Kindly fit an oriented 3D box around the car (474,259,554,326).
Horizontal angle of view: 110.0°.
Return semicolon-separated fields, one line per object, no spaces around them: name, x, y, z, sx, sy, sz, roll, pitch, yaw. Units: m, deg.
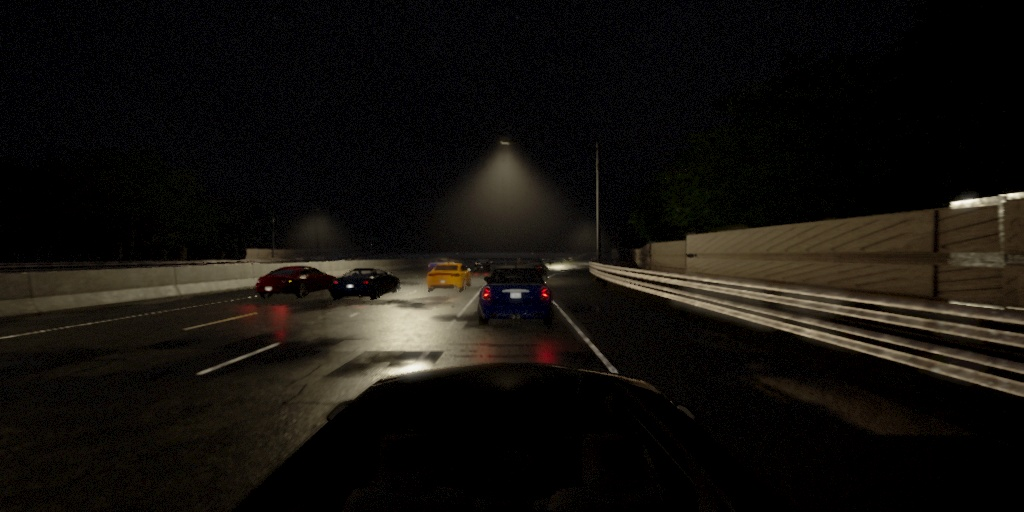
car;0.116;1.059;11.686;2.097;1.767;4.553;0;0;0

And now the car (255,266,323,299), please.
car;-10.384;1.208;17.611;1.812;1.442;4.674;0;0;0

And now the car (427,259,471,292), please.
car;-3.497;1.147;20.626;1.882;1.535;5.008;0;0;0

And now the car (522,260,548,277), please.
car;2.249;1.139;33.814;1.812;1.442;4.674;0;0;12

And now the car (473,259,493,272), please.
car;-3.492;1.089;43.888;2.128;1.511;4.902;0;0;0

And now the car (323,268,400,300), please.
car;-6.897;1.248;17.282;1.994;1.385;4.181;0;0;0

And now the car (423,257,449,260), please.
car;-6.894;0.962;35.387;2.097;1.767;4.553;0;0;0
